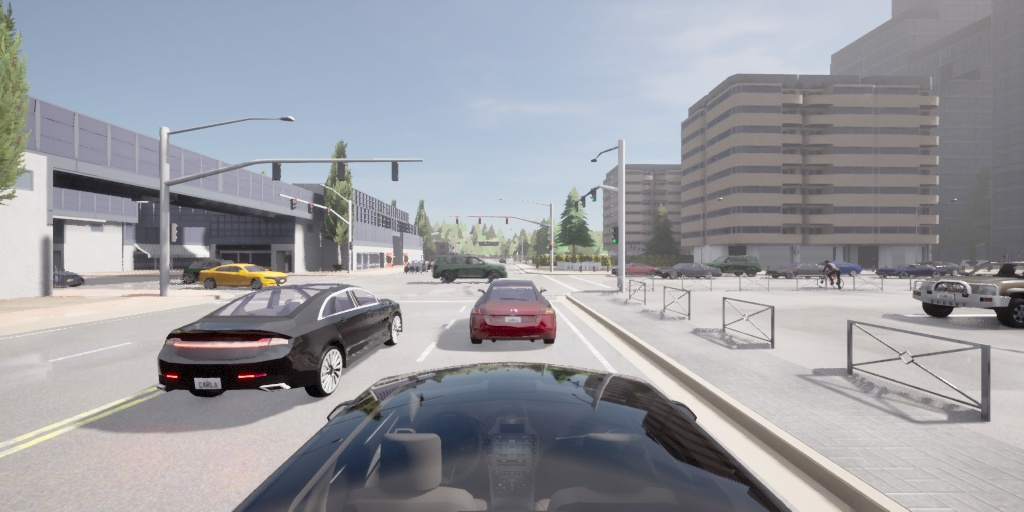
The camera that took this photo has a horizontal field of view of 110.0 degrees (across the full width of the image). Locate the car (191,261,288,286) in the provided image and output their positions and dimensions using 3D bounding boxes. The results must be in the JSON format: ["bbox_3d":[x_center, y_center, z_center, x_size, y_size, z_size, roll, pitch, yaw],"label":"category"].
[{"bbox_3d":[-16.271,1.228,21.869,5.008,1.535,1.882,0,0,7],"label":"car"}]

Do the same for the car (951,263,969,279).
[{"bbox_3d":[41.233,1.255,35.359,4.892,1.490,1.837,0,0,-1],"label":"car"}]

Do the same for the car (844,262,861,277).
[{"bbox_3d":[31.118,1.228,35.097,5.008,1.535,1.882,0,0,-2],"label":"car"}]

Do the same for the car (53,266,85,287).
[{"bbox_3d":[-29.129,1.314,21.976,4.181,1.385,1.994,0,0,-1],"label":"car"}]

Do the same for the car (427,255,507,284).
[{"bbox_3d":[-3.135,0.971,26.643,5.566,2.045,2.150,0,0,-4],"label":"car"}]

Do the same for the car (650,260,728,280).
[{"bbox_3d":[15.238,1.297,31.129,5.357,1.411,2.033,0,0,-2],"label":"car"}]

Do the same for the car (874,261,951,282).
[{"bbox_3d":[35.171,1.351,31.708,4.718,1.301,1.895,0,0,-2],"label":"car"}]

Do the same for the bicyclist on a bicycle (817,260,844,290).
[{"bbox_3d":[17.929,1.052,20.221,0.582,1.620,1.656,0,0,-2],"label":"bicyclist on a bicycle"}]

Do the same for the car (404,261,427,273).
[{"bbox_3d":[-11.762,1.297,44.435,2.033,1.411,5.357,0,0,-1],"label":"car"}]

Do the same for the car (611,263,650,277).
[{"bbox_3d":[11.749,1.314,34.527,4.181,1.385,1.994,0,0,-2],"label":"car"}]

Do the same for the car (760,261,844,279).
[{"bbox_3d":[25.308,1.297,31.428,5.357,1.411,2.033,0,0,-2],"label":"car"}]

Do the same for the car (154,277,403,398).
[{"bbox_3d":[-3.473,1.242,6.518,2.128,1.511,4.902,0,0,0],"label":"car"}]

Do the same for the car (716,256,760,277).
[{"bbox_3d":[21.092,0.972,34.806,5.566,2.045,2.150,0,0,-2],"label":"car"}]

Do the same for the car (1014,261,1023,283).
[{"bbox_3d":[43.303,1.314,28.308,4.181,1.385,1.994,0,0,-1],"label":"car"}]

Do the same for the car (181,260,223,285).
[{"bbox_3d":[-20.669,1.102,25.673,4.553,1.767,2.097,0,0,-1],"label":"car"}]

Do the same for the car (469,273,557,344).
[{"bbox_3d":[0.012,1.314,9.576,1.994,1.385,4.181,0,0,0],"label":"car"}]
